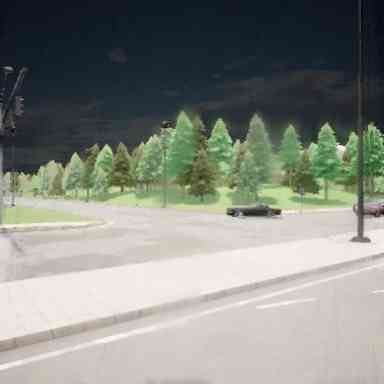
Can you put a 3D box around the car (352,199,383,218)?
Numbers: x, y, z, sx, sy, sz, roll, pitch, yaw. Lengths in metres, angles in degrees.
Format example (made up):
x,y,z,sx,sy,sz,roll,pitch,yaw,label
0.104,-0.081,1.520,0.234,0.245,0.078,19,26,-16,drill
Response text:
x,y,z,sx,sy,sz,roll,pitch,yaw,label
17.282,1.592,31.227,4.674,1.442,1.812,0,0,-36,car

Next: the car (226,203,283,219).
x,y,z,sx,sy,sz,roll,pitch,yaw,label
5.451,1.659,29.554,4.718,1.301,1.895,0,0,-5,car

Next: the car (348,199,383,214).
x,y,z,sx,sy,sz,roll,pitch,yaw,label
19.975,1.570,37.466,4.902,1.511,2.128,0,0,-35,car
